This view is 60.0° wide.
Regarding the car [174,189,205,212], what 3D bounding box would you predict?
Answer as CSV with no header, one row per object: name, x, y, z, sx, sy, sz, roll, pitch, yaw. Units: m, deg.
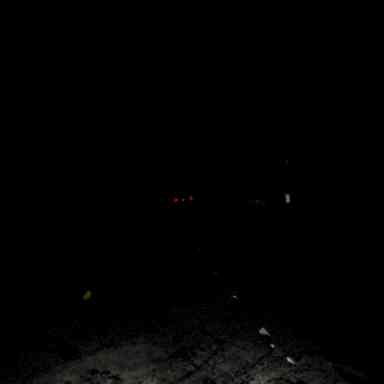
car,-0.256,0.828,32.173,2.150,2.045,5.566,-7,-2,10

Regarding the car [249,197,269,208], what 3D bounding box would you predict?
car,12.411,2.089,61.528,2.150,2.045,5.566,-4,-7,34
